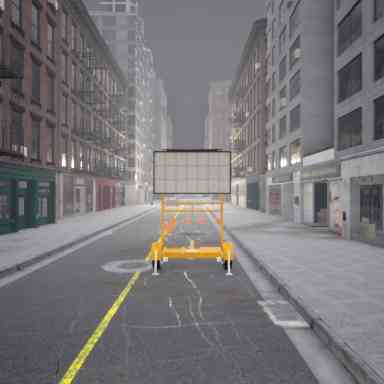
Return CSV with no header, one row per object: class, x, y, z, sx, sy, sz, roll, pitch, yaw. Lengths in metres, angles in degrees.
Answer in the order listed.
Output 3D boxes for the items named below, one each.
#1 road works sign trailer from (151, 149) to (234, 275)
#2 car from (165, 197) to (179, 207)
road works sign trailer,0.010,0.462,10.405,2.380,3.560,2.880,0,0,0
car,-2.983,1.520,50.378,2.033,1.411,5.357,0,0,0
